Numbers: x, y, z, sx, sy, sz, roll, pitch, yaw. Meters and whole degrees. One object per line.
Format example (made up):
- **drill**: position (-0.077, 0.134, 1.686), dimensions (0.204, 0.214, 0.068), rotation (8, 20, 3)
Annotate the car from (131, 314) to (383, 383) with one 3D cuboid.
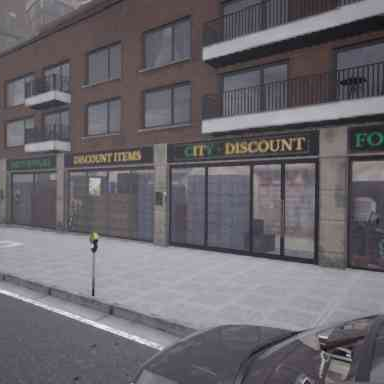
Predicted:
- **car**: position (1.447, 1.551, 2.040), dimensions (4.403, 1.369, 2.008), rotation (0, 1, 35)
